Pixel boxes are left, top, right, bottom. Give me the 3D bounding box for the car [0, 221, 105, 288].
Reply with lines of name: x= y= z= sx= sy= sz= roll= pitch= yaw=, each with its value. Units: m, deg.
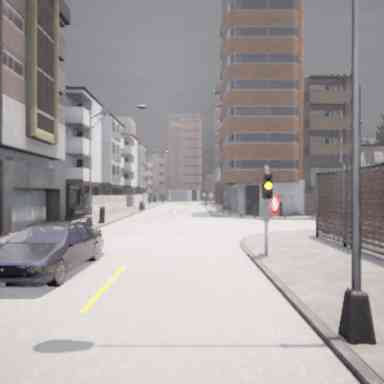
car: x=-4.037 y=1.590 z=9.679 sx=2.033 sy=1.411 sz=5.357 roll=0 pitch=0 yaw=1
